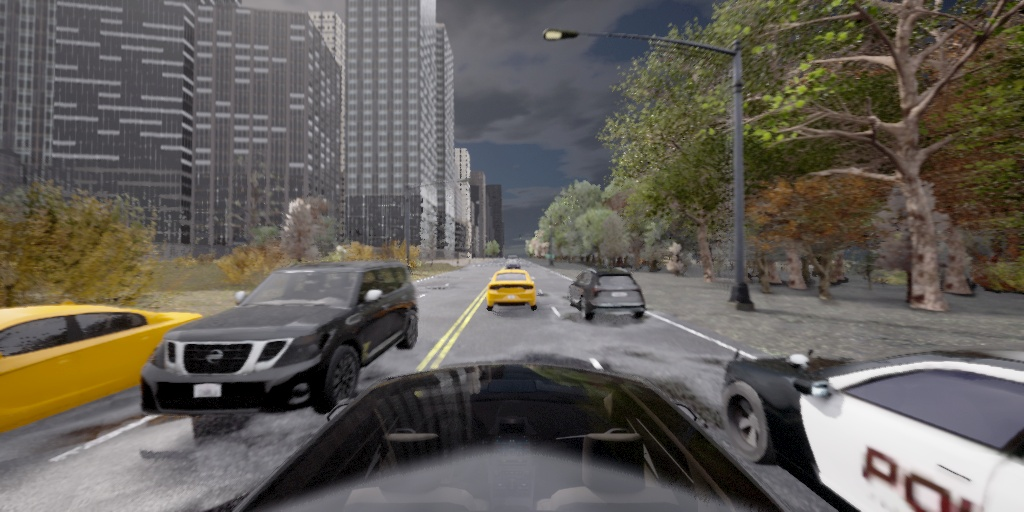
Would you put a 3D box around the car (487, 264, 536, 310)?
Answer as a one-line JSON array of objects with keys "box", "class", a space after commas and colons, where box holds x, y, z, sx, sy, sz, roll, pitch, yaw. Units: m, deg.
[{"box": [-0.010, 1.326, 15.493, 1.882, 1.535, 5.008, -1, 0, 0], "class": "car"}]

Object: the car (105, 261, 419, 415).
[{"box": [-3.363, 1.132, 6.728, 2.150, 2.045, 5.566, -1, 0, 0], "class": "car"}]

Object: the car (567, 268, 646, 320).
[{"box": [3.247, 1.234, 13.084, 2.033, 1.649, 4.856, -1, 0, 0], "class": "car"}]

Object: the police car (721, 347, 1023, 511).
[{"box": [3.246, 1.287, 2.075, 2.038, 1.542, 4.974, 1, 0, 0], "class": "police car"}]

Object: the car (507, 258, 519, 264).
[{"box": [0.203, 1.376, 49.418, 1.895, 1.301, 4.718, -1, 0, 0], "class": "car"}]

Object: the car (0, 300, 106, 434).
[{"box": [-6.615, 1.434, 4.534, 1.882, 1.535, 5.008, -1, 0, 0], "class": "car"}]
